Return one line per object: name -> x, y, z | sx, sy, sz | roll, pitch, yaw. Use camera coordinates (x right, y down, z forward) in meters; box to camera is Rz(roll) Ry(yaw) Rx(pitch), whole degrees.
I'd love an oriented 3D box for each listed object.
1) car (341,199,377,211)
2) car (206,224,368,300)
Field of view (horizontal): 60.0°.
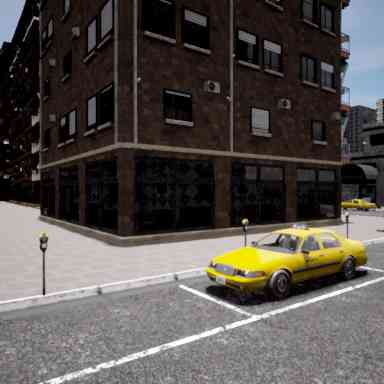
car -> 19.235, 1.468, 39.617 | 1.752, 1.417, 4.829 | 0, 0, -35
car -> 2.562, 1.525, 8.395 | 4.829, 1.417, 1.752 | 0, 0, -36
